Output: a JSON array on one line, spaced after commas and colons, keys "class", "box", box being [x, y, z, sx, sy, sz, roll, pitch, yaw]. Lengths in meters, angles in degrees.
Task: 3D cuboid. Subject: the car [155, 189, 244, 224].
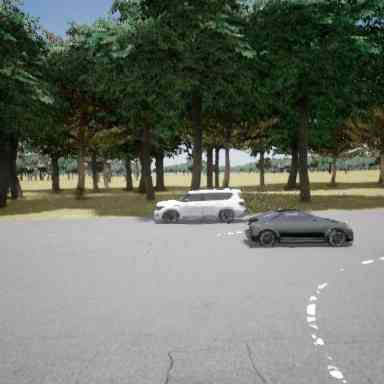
[{"class": "car", "box": [0.496, 0.887, 20.536, 5.566, 2.045, 2.150, -1, 2, -1]}]

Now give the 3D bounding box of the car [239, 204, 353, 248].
[{"class": "car", "box": [4.255, 1.387, 13.582, 4.181, 1.385, 1.994, 0, 2, 0]}]
